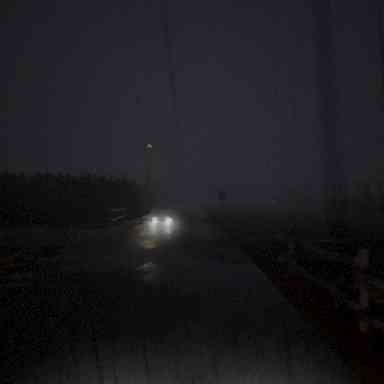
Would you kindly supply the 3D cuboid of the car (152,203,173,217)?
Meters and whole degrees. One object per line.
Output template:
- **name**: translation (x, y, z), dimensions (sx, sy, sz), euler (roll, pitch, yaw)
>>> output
- **car**: translation (-3.093, 1.890, 35.604), dimensions (1.895, 1.301, 4.718), euler (0, 0, 0)
